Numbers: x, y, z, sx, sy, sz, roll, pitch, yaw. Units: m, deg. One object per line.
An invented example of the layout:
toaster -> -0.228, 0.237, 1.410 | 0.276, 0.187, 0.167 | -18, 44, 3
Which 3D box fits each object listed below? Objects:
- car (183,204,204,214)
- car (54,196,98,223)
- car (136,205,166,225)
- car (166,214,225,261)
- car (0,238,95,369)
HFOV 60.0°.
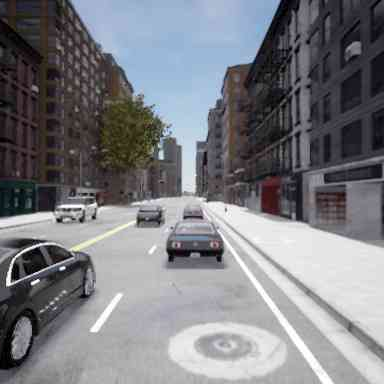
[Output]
car -> 0.113, 1.831, 30.354 | 2.033, 1.411, 5.357 | 0, -1, 0
car -> -9.737, 1.399, 28.487 | 2.150, 2.045, 5.566 | 0, -1, 0
car -> -3.138, 1.732, 25.953 | 2.128, 1.511, 4.902 | 0, -1, 0
car -> 0.105, 1.716, 12.682 | 1.895, 1.301, 4.718 | 0, -1, 0
car -> -3.147, 1.557, 5.779 | 1.837, 1.490, 4.892 | 0, -1, 0
